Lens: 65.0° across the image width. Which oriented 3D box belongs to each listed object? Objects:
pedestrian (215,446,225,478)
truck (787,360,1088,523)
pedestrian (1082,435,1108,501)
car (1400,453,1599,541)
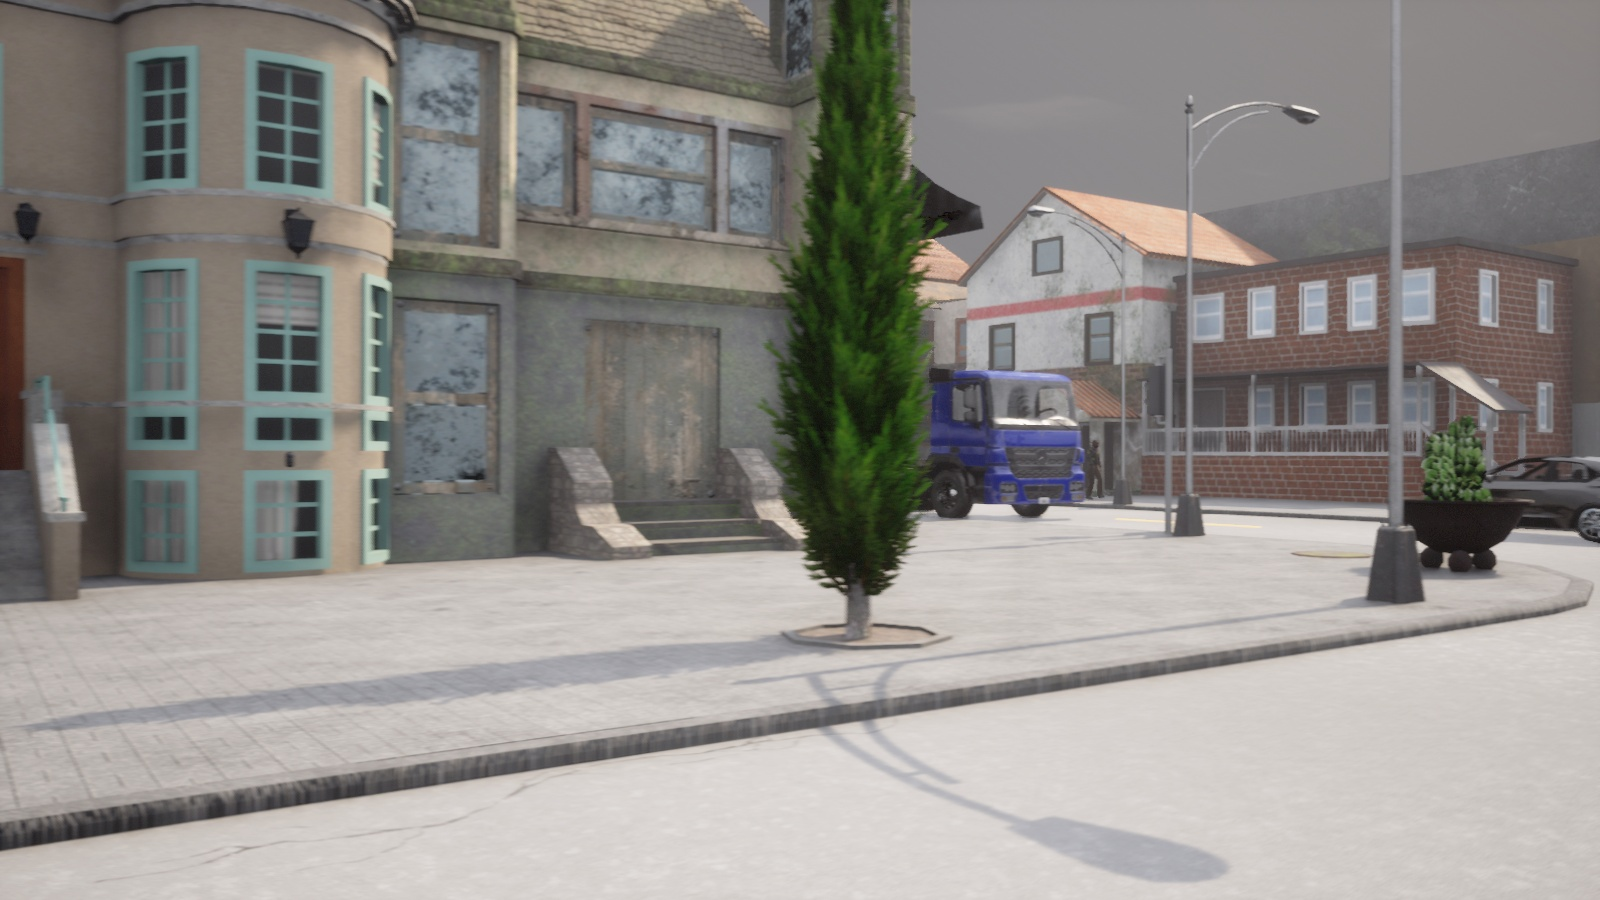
[{"bbox_3d":[-34.218,0.709,74.125,0.396,1.930,0.692,0,0,-36],"label":"pedestrian"},{"bbox_3d":[3.068,-0.168,30.747,2.891,3.462,7.936,0,0,-34],"label":"truck"},{"bbox_3d":[8.804,0.528,37.495,0.395,1.930,0.692,0,0,-26],"label":"pedestrian"},{"bbox_3d":[13.349,0.786,22.799,1.816,1.474,4.193,0,0,-28],"label":"car"}]
